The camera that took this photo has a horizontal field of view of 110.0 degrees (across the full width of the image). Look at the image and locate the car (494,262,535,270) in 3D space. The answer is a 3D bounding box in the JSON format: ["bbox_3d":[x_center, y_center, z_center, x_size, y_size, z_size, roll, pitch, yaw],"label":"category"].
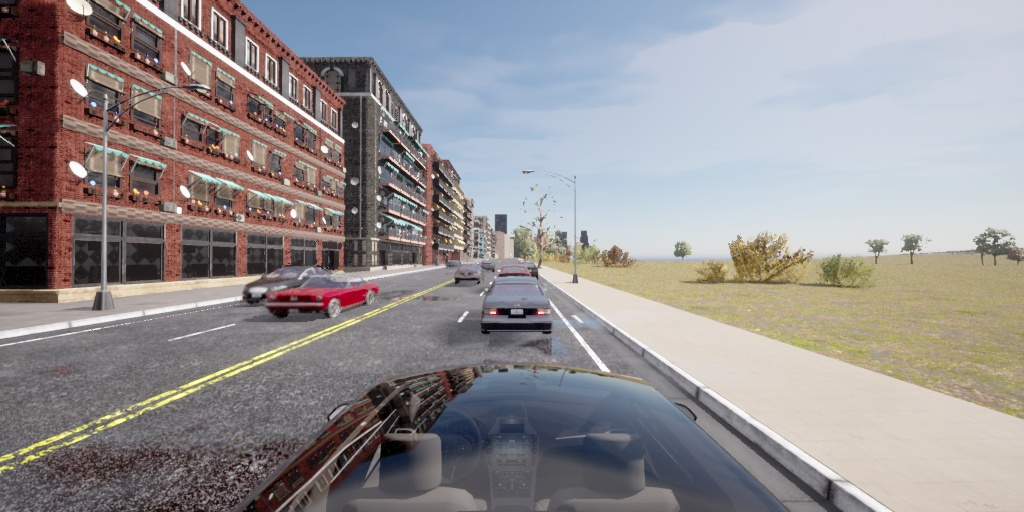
[{"bbox_3d":[0.147,1.231,21.097,1.882,1.535,5.008,0,0,0],"label":"car"}]

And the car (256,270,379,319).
[{"bbox_3d":[-6.574,1.353,13.021,1.895,1.301,4.718,0,0,0],"label":"car"}]

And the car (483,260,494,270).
[{"bbox_3d":[-3.046,1.244,45.228,2.128,1.511,4.902,0,0,0],"label":"car"}]

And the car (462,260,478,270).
[{"bbox_3d":[-6.466,1.354,55.382,1.895,1.301,4.718,0,0,0],"label":"car"}]

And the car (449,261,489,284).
[{"bbox_3d":[-3.092,1.300,26.877,2.033,1.411,5.357,0,0,0],"label":"car"}]

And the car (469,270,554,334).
[{"bbox_3d":[0.119,1.299,10.557,2.033,1.411,5.357,0,0,0],"label":"car"}]

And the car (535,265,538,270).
[{"bbox_3d":[1.204,1.232,30.534,1.882,1.535,5.008,0,0,0],"label":"car"}]

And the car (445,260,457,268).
[{"bbox_3d":[-9.695,1.317,59.196,1.994,1.385,4.181,0,0,0],"label":"car"}]

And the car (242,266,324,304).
[{"bbox_3d":[-9.819,1.244,16.251,2.128,1.511,4.902,0,0,0],"label":"car"}]
